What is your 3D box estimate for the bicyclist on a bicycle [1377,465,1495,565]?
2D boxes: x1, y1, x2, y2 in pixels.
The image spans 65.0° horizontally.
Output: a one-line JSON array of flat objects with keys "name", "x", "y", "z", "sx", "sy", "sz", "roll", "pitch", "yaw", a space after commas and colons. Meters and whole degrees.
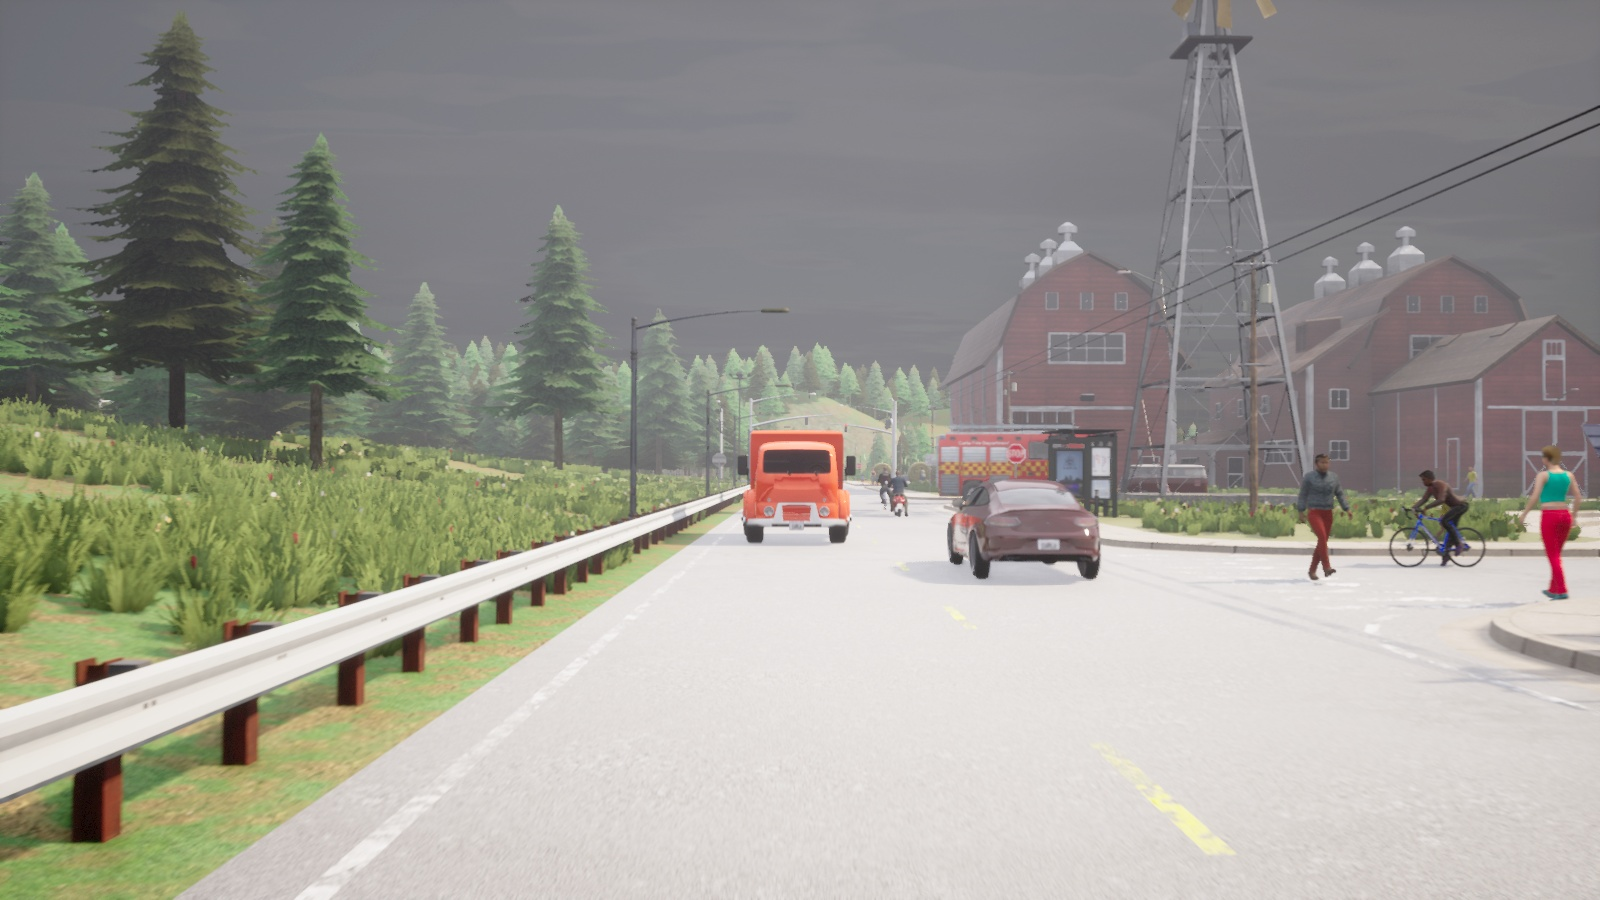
[{"name": "bicyclist on a bicycle", "x": 10.633, "y": 1.077, "z": 21.013, "sx": 1.656, "sy": 1.620, "sz": 0.582, "roll": 0, "pitch": -1, "yaw": -2}]

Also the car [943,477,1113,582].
[{"name": "car", "x": 3.452, "y": 1.160, "z": 19.884, "sx": 1.812, "sy": 1.442, "sz": 4.674, "roll": 0, "pitch": -1, "yaw": 0}]

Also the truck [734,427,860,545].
[{"name": "truck", "x": -0.073, "y": 0.817, "z": 28.846, "sx": 2.627, "sy": 2.467, "sz": 5.204, "roll": 0, "pitch": -1, "yaw": 0}]

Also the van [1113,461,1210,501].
[{"name": "van", "x": 18.375, "y": 1.564, "z": 63.943, "sx": 4.442, "sy": 1.987, "sz": 1.775, "roll": 0, "pitch": -1, "yaw": -1}]

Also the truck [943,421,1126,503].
[{"name": "truck", "x": 11.244, "y": 0.620, "z": 60.629, "sx": 8.468, "sy": 3.827, "sz": 2.891, "roll": 0, "pitch": -1, "yaw": 10}]

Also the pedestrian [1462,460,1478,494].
[{"name": "pedestrian", "x": 36.958, "y": 1.481, "z": 69.251, "sx": 0.706, "sy": 1.836, "sz": 0.354, "roll": 0, "pitch": -1, "yaw": -5}]

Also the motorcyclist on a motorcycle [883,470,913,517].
[{"name": "motorcyclist on a motorcycle", "x": 3.395, "y": 1.484, "z": 43.562, "sx": 0.866, "sy": 1.590, "sz": 1.817, "roll": 0, "pitch": -1, "yaw": 0}]

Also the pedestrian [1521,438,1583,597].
[{"name": "pedestrian", "x": 8.914, "y": 0.788, "z": 14.889, "sx": 0.345, "sy": 1.836, "sz": 0.594, "roll": 0, "pitch": -1, "yaw": -1}]

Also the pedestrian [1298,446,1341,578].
[{"name": "pedestrian", "x": 7.384, "y": 0.869, "z": 17.855, "sx": 0.353, "sy": 1.847, "sz": 0.614, "roll": 0, "pitch": -1, "yaw": 2}]
